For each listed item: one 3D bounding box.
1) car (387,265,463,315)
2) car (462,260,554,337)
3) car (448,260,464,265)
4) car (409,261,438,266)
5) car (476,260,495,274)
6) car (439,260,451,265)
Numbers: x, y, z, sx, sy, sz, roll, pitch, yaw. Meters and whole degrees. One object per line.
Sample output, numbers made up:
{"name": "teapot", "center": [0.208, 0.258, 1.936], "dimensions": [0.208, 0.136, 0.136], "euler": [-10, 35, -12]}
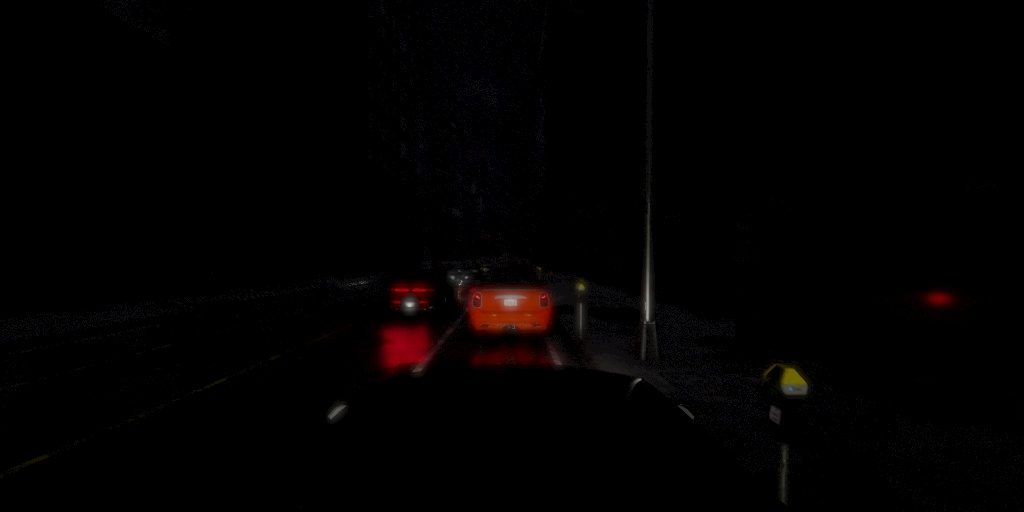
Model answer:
{"name": "car", "center": [-3.146, 1.251, 13.464], "dimensions": [1.837, 1.490, 4.892], "euler": [0, 0, 0]}
{"name": "car", "center": [-0.032, 1.101, 10.472], "dimensions": [2.097, 1.767, 4.553], "euler": [0, 0, 0]}
{"name": "car", "center": [-3.066, 1.240, 26.643], "dimensions": [2.128, 1.511, 4.902], "euler": [0, 0, 0]}
{"name": "car", "center": [-8.909, 1.189, 34.934], "dimensions": [1.967, 1.591, 4.097], "euler": [0, 0, 0]}
{"name": "car", "center": [-3.065, 1.256, 41.852], "dimensions": [1.837, 1.490, 4.892], "euler": [0, 0, 0]}
{"name": "car", "center": [-6.225, 1.352, 38.661], "dimensions": [1.895, 1.301, 4.718], "euler": [0, 0, 0]}
